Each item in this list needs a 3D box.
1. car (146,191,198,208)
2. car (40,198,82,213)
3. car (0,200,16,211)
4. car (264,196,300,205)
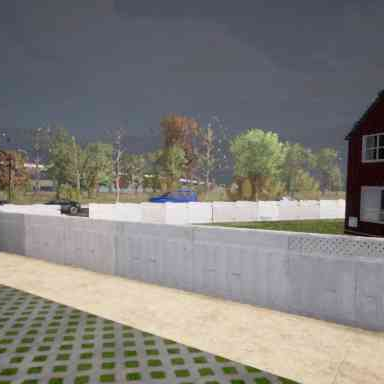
[{"bbox_3d":[-2.091,0.897,35.507,5.566,2.045,2.150,-1,2,-18],"label":"car"},{"bbox_3d":[-12.812,1.322,31.924,4.181,1.385,1.994,0,2,-18],"label":"car"},{"bbox_3d":[-15.246,1.496,24.049,5.008,1.535,1.882,0,2,-18],"label":"car"},{"bbox_3d":[10.599,1.200,39.752,4.718,1.301,1.895,0,2,-18],"label":"car"}]
